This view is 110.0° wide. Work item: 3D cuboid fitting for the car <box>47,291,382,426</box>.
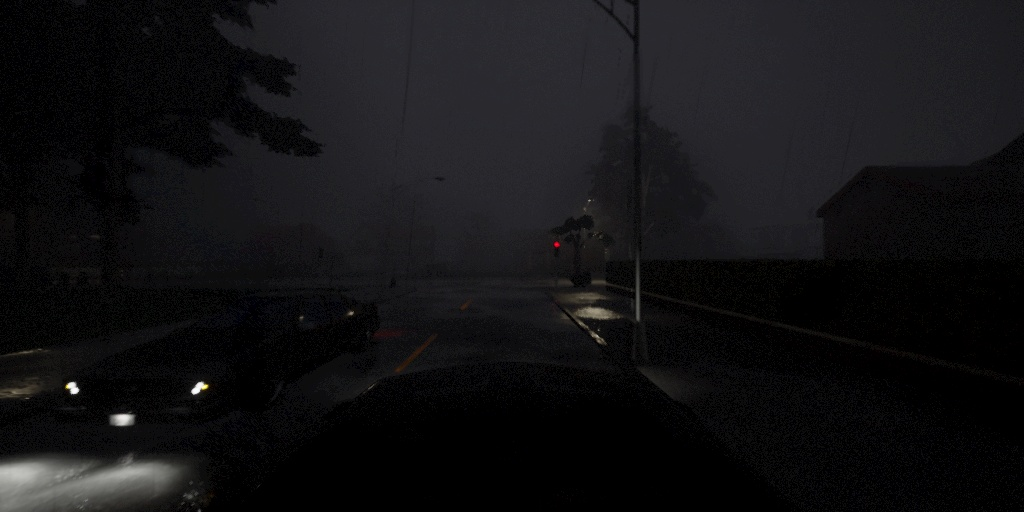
[{"bbox_3d":[-4.073,1.361,6.424,2.033,1.411,5.357,0,-1,0],"label":"car"}]
